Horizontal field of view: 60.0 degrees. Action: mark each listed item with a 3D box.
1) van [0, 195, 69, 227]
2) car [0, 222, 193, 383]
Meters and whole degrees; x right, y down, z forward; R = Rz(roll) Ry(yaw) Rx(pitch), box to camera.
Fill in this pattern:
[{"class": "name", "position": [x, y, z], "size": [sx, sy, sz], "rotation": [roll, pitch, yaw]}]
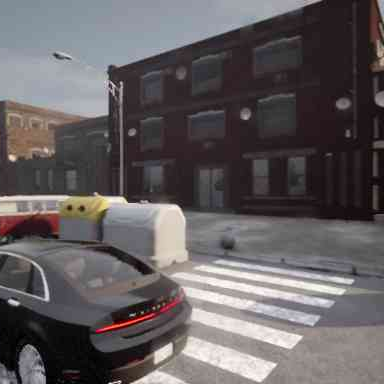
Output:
[{"class": "van", "position": [-6.680, 1.150, 13.883], "size": [1.878, 1.987, 4.442], "rotation": [1, 0, 36]}, {"class": "car", "position": [-2.274, 1.473, 5.007], "size": [4.892, 1.490, 1.837], "rotation": [1, 0, 36]}]
